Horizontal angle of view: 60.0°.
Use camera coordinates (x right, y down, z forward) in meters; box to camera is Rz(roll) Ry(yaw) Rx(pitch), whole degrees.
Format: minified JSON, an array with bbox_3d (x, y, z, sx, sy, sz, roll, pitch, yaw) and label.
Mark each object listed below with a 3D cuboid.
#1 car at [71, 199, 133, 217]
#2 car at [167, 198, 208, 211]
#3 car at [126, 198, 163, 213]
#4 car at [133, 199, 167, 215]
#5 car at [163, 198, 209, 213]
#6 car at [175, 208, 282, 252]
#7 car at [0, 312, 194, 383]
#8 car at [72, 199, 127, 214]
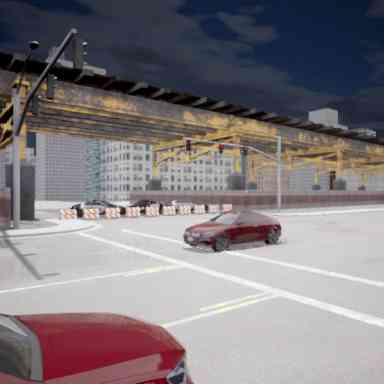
[{"bbox_3d":[-8.370,1.448,30.399,4.974,1.542,2.038,0,0,8],"label":"car"},{"bbox_3d":[-0.782,1.287,36.856,4.536,1.218,1.853,0,0,-7],"label":"car"},{"bbox_3d":[-4.616,1.289,33.143,1.853,1.218,4.536,0,0,18],"label":"car"},{"bbox_3d":[-4.631,1.447,33.093,2.038,1.542,4.974,0,0,18],"label":"car"},{"bbox_3d":[-0.730,1.445,36.862,4.974,1.542,2.038,0,0,-7],"label":"car"},{"bbox_3d":[1.831,1.522,13.923,4.674,1.442,1.812,0,0,-36],"label":"car"},{"bbox_3d":[-2.141,1.526,2.240,4.674,1.442,1.812,0,0,-35],"label":"car"},{"bbox_3d":[-8.421,1.291,30.406,4.536,1.218,1.853,0,0,8],"label":"car"}]
